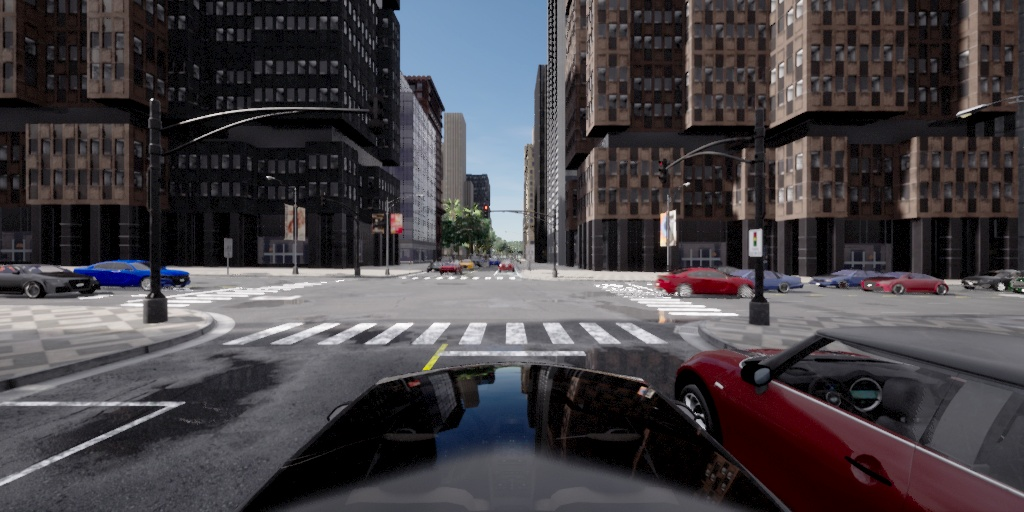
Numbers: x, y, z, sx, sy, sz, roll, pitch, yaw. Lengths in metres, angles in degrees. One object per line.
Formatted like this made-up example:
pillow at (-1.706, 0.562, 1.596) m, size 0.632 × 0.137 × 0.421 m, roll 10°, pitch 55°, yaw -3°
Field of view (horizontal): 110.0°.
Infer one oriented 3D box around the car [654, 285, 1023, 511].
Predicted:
car at (2.763, 1.189, 2.403) m, size 1.967 × 1.591 × 4.097 m, roll 0°, pitch 0°, yaw 0°

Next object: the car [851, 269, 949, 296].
car at (24.522, 1.685, 22.560) m, size 4.181 × 1.385 × 1.994 m, roll 1°, pitch 0°, yaw 0°

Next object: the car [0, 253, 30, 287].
car at (-28.950, 0.717, 18.780) m, size 4.553 × 1.767 × 2.097 m, roll 1°, pitch 0°, yaw 0°

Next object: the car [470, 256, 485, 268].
car at (-6.577, 1.003, 63.389) m, size 2.150 × 2.045 × 5.566 m, roll 0°, pitch 0°, yaw 2°

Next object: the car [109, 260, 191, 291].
car at (-19.838, 0.971, 18.837) m, size 5.008 × 1.535 × 1.882 m, roll 1°, pitch 0°, yaw 0°

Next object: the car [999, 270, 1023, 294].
car at (34.632, 1.619, 22.604) m, size 4.553 × 1.767 × 2.097 m, roll 1°, pitch 0°, yaw 1°

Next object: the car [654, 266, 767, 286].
car at (10.228, 1.397, 19.055) m, size 5.008 × 1.535 × 1.882 m, roll 1°, pitch 0°, yaw 2°

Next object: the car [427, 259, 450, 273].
car at (-9.153, 1.310, 43.735) m, size 1.948 × 1.339 × 4.313 m, roll 0°, pitch 0°, yaw 0°

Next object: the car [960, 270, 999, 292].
car at (35.521, 1.781, 25.878) m, size 4.892 × 1.490 × 1.837 m, roll 1°, pitch 0°, yaw 0°

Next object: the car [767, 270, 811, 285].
car at (15.116, 1.532, 22.511) m, size 5.357 × 1.411 × 2.033 m, roll 1°, pitch 0°, yaw 0°

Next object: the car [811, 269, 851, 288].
car at (24.678, 1.665, 25.824) m, size 5.357 × 1.411 × 2.033 m, roll 1°, pitch 0°, yaw 0°

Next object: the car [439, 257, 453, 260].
car at (-9.191, 1.070, 49.161) m, size 2.192 × 1.841 × 5.009 m, roll 0°, pitch 0°, yaw 0°

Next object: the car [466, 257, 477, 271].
car at (-6.534, 1.236, 50.830) m, size 1.882 × 1.535 × 5.008 m, roll 0°, pitch 0°, yaw 0°

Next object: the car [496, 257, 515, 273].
car at (-0.628, 1.184, 43.792) m, size 1.967 × 1.591 × 4.097 m, roll 0°, pitch 0°, yaw 0°

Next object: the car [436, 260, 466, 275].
car at (-6.482, 1.336, 38.563) m, size 1.895 × 1.301 × 4.718 m, roll 0°, pitch 0°, yaw 1°

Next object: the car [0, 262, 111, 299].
car at (-20.774, 1.049, 15.583) m, size 4.181 × 1.385 × 1.994 m, roll 1°, pitch 0°, yaw 0°
